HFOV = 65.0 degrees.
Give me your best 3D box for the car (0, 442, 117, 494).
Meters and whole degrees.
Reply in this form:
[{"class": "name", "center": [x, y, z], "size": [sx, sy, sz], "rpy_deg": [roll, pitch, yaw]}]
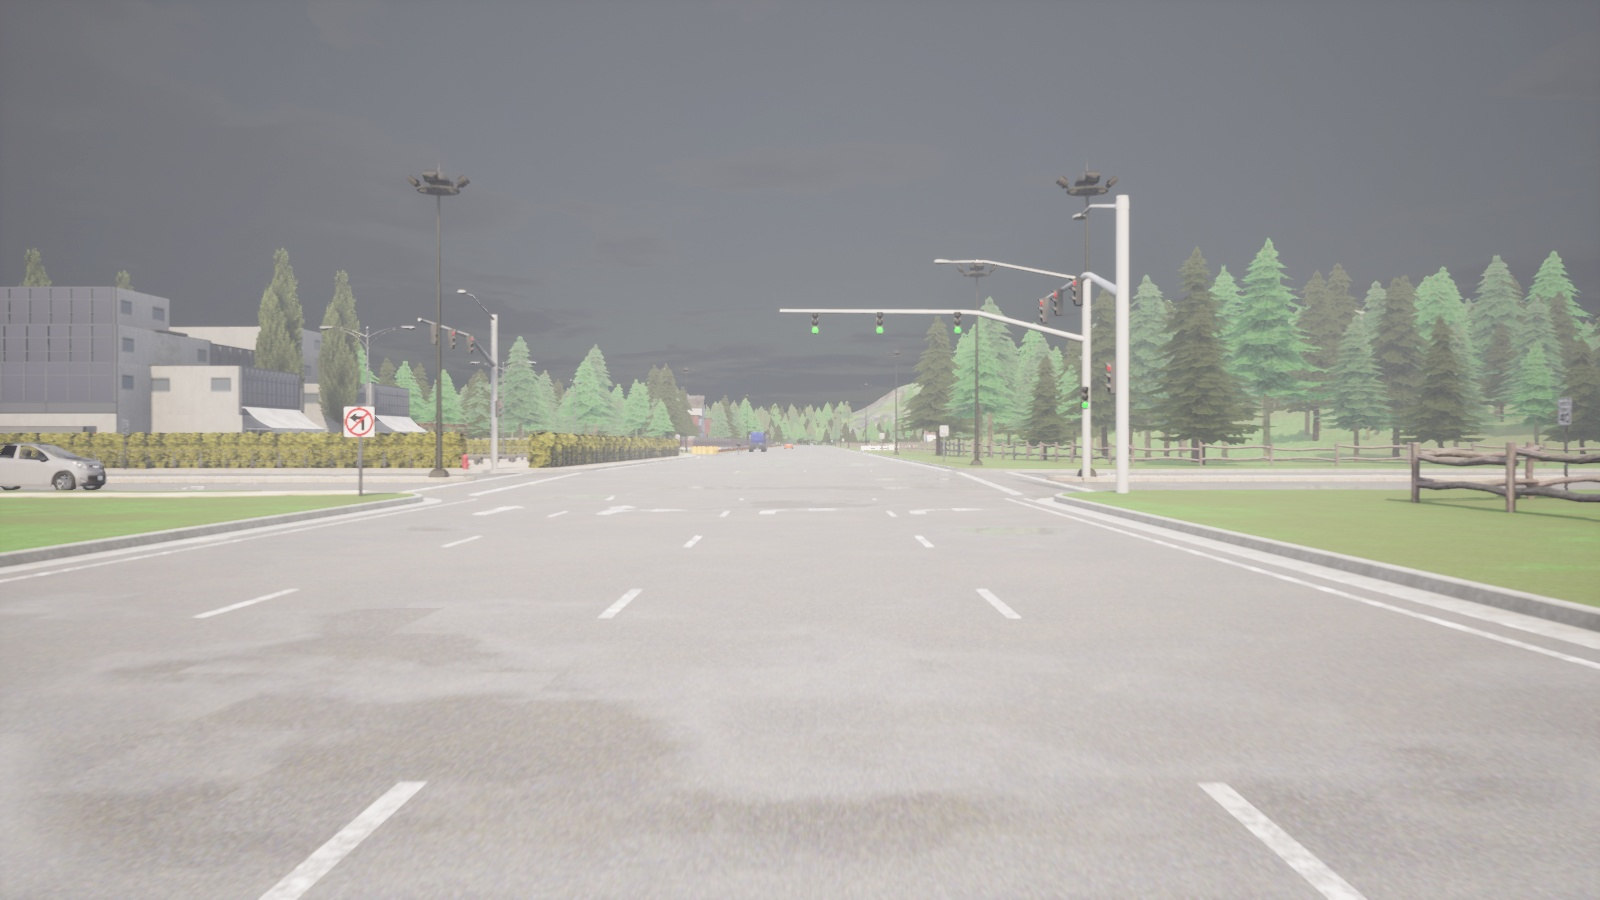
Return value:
[{"class": "car", "center": [-23.096, 0.524, 38.192], "size": [3.633, 1.501, 1.845], "rpy_deg": [0, 0, 0]}]
